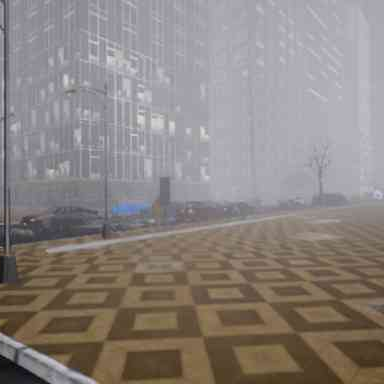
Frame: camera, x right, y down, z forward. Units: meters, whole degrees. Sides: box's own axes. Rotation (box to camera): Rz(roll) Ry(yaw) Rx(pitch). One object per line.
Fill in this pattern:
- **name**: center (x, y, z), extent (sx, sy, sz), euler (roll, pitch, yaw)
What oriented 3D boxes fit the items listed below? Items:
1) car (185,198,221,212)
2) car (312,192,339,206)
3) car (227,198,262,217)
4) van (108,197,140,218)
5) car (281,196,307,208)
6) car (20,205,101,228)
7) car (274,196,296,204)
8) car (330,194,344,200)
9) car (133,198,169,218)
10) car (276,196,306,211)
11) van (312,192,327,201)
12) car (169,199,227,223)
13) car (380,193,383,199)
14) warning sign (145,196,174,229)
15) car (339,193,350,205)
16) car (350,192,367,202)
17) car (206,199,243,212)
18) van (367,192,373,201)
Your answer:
- **car**: center (1.400, 1.520, 39.970), extent (1.887, 1.381, 4.507), euler (0, 0, 40)
- **car**: center (18.802, 1.068, 47.587), extent (2.192, 1.841, 5.009), euler (0, 0, 40)
- **car**: center (4.182, 1.515, 30.154), extent (1.947, 1.339, 4.313), euler (0, 0, 40)
- **van**: center (-6.022, 1.416, 31.345), extent (1.690, 1.788, 3.998), euler (0, 0, 40)
- **car**: center (14.197, 1.337, 46.156), extent (1.812, 1.442, 4.674), euler (-1, 0, 40)
- **car**: center (-9.086, 1.667, 23.516), extent (2.033, 1.411, 5.357), euler (-1, 0, 40)
- **car**: center (16.079, 1.345, 57.355), extent (1.947, 1.339, 4.313), euler (0, 0, 40)
- **car**: center (34.421, 1.101, 79.097), extent (1.947, 1.339, 4.313), euler (0, 0, 40)
- **car**: center (-2.726, 1.512, 31.056), extent (1.882, 1.535, 5.008), euler (-1, 0, 40)
- **car**: center (11.467, 1.433, 38.892), extent (1.802, 1.307, 4.206), euler (0, 0, 40)
- **van**: center (27.083, 0.973, 70.399), extent (1.690, 1.788, 3.998), euler (0, 0, 40)
- **car**: center (0.557, 1.438, 25.769), extent (1.967, 1.590, 4.097), euler (0, 0, 40)
- **car**: center (48.148, 0.915, 82.374), extent (2.008, 1.369, 4.403), euler (0, 0, 40)
- **warning sign**: center (-1.907, 1.149, 19.379), extent (1.300, 1.860, 1.060), euler (-1, -1, 40)
- **car**: center (22.470, 1.019, 51.935), extent (2.192, 1.841, 5.009), euler (0, 0, 40)
- **car**: center (29.917, 1.130, 60.762), extent (1.752, 1.417, 4.829), euler (0, 0, 40)
- **car**: center (3.832, 1.547, 38.813), extent (1.895, 1.301, 4.718), euler (-1, 0, 40)
- **van**: center (37.143, 0.850, 69.328), extent (1.690, 1.788, 3.998), euler (0, 0, 40)
